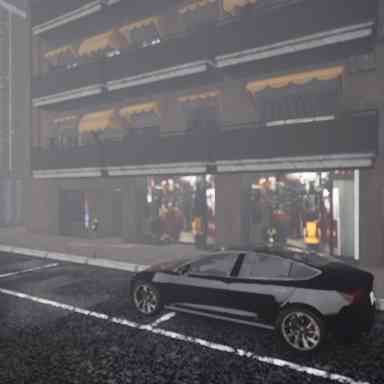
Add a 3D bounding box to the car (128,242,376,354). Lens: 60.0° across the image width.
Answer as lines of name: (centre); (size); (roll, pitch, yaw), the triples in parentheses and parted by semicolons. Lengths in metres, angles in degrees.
car: (0.857, 1.571, 5.947); (4.313, 1.339, 1.947); (0, 0, 31)
